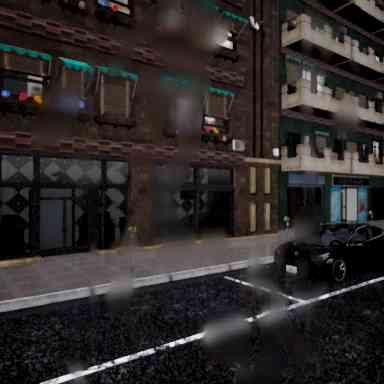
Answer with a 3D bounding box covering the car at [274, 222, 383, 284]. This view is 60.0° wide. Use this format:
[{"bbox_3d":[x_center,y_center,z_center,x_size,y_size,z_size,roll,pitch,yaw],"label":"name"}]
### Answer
[{"bbox_3d":[4.270,1.565,9.622,4.313,1.339,1.947,0,0,-36],"label":"car"}]
